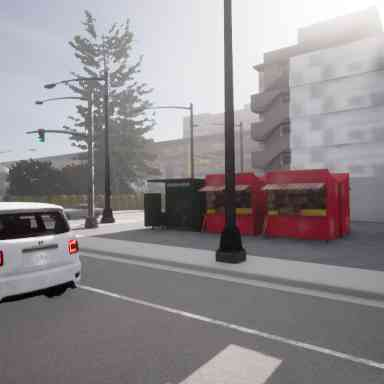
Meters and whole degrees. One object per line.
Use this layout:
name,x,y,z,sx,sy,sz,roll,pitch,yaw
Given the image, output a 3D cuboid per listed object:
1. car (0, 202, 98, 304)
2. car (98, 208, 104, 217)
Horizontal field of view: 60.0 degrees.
car,-4.811,1.234,7.382,5.566,2.045,2.150,0,0,36
car,-10.147,1.733,29.428,1.895,1.301,4.718,-1,-1,36
